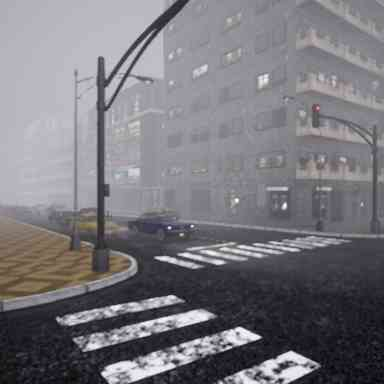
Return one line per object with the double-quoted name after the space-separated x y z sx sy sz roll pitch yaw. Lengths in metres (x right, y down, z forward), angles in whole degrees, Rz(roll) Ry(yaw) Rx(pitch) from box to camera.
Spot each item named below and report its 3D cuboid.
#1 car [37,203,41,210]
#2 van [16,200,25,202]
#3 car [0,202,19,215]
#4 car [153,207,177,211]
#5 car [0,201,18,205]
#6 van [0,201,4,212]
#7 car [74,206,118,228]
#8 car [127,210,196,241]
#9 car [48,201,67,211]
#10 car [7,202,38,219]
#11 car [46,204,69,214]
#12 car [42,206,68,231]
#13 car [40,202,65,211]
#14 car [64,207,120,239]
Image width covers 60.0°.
-25.333 2.532 55.606 1.994 1.385 4.181 0 -1 -37 "car"
-43.428 2.808 84.021 1.690 1.788 3.998 -1 0 -37 "van"
-22.990 2.372 42.804 1.802 1.307 4.206 -1 0 -37 "car"
-2.719 2.018 29.737 2.008 1.369 4.403 -1 0 -37 "car"
-26.383 2.418 47.327 1.887 1.381 4.507 -1 0 -37 "car"
-33.171 2.380 56.375 1.690 1.788 3.998 -1 0 -37 "van"
-7.925 1.979 27.052 1.837 1.490 4.892 0 -1 -37 "car"
-1.840 1.926 18.934 1.895 1.301 4.718 0 -1 -37 "car"
-23.073 2.406 56.879 1.967 1.590 4.097 -1 0 -37 "car"
-19.599 2.251 38.280 1.887 1.381 4.507 -1 0 -37 "car"
-19.339 2.421 47.606 1.895 1.301 4.718 0 -1 -37 "car"
-9.423 2.023 24.710 1.947 1.339 4.313 -1 0 -37 "car"
-14.132 2.119 35.345 2.128 1.511 4.902 0 -1 -37 "car"
-5.930 1.897 20.051 1.752 1.417 4.829 -1 0 -37 "car"
